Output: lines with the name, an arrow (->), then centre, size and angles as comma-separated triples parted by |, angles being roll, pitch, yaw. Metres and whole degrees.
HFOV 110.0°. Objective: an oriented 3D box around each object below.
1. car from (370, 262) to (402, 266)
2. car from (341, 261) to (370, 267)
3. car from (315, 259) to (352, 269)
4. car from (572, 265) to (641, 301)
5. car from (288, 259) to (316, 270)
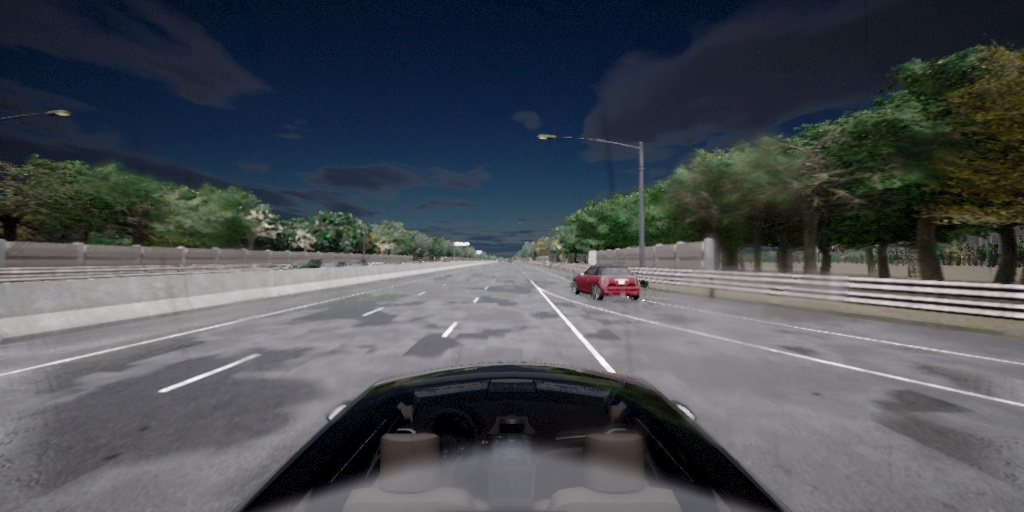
car -> -17.547, 1.686, 50.228 | 2.128, 1.511, 4.902 | 0, -1, 0
car -> -21.038, 1.736, 49.657 | 2.033, 1.411, 5.357 | 0, -1, 1
car -> -24.540, 1.540, 49.570 | 2.097, 1.767, 4.553 | 0, -1, 0
car -> 4.705, 1.255, 18.588 | 2.097, 1.767, 4.553 | 0, -1, -9
car -> -28.032, 1.403, 49.070 | 2.150, 2.045, 5.566 | 0, 0, 1
